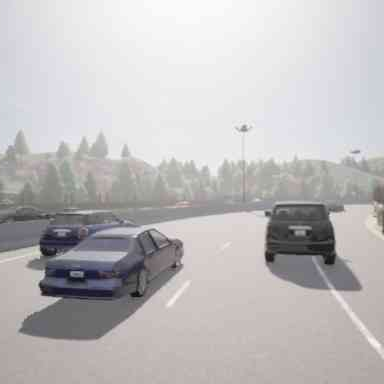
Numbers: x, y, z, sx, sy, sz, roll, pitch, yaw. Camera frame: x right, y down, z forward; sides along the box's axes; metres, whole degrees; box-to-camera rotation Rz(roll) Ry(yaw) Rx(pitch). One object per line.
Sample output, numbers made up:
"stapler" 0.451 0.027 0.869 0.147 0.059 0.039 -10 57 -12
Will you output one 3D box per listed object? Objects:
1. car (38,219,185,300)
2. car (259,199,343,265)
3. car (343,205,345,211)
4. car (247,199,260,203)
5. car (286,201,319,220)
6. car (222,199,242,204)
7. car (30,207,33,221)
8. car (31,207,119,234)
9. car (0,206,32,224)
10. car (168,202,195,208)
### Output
"car" -1.664 1.646 8.846 2.033 1.411 5.357 -1 -1 12
"car" 3.881 1.311 12.344 2.150 2.045 5.566 -1 -1 15
"car" 17.978 1.807 42.509 1.994 1.385 4.181 -1 -1 39
"car" 12.102 2.070 62.335 2.128 1.511 4.902 -2 -1 45
"car" 10.573 1.688 31.516 1.882 1.535 5.008 -1 0 31
"car" 7.533 2.142 62.687 1.837 1.490 4.892 -2 -1 44
"car" -10.638 1.983 27.740 1.895 1.301 4.718 -1 -1 22
"car" -4.000 1.518 13.653 2.097 1.767 4.553 -1 -1 14
"car" -14.438 1.904 27.436 2.128 1.511 4.902 -1 -1 21
"car" -1.046 1.907 39.470 1.882 1.535 5.008 -1 -1 30
